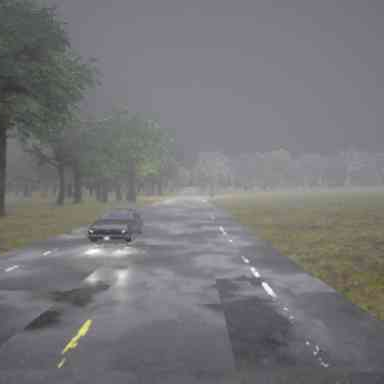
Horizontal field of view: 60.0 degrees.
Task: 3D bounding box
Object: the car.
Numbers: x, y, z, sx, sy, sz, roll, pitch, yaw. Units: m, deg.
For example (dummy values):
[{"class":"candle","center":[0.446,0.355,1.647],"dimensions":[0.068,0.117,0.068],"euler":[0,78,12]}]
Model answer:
[{"class":"car","center":[-3.497,1.510,16.288],"dimensions":[2.033,1.411,5.357],"euler":[0,0,0]}]
